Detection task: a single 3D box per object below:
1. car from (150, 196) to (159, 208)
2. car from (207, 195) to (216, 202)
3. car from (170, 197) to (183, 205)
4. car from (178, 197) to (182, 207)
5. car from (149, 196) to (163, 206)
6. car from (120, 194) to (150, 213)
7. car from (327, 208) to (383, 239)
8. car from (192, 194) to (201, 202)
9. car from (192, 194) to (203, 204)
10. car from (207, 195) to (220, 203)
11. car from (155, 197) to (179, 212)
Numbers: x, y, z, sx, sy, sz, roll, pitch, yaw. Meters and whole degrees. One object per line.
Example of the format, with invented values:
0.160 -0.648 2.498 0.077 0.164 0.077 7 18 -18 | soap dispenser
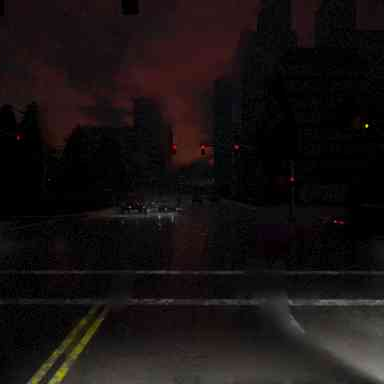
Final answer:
-6.295 1.490 46.945 2.128 1.511 4.902 0 0 1 | car
4.573 1.475 77.121 1.882 1.535 5.008 0 0 1 | car
-2.675 1.545 58.300 2.033 1.411 5.357 0 0 1 | car
-2.785 1.562 47.976 1.994 1.385 4.181 0 0 1 | car
-6.193 1.503 57.004 1.837 1.490 4.892 0 0 0 | car
-6.386 1.220 37.064 2.150 2.045 5.566 0 0 1 | car
9.730 1.547 16.777 5.357 1.411 2.033 0 0 0 | car
1.071 1.353 76.915 2.097 1.767 4.553 0 0 1 | car
1.052 1.561 63.593 1.994 1.385 4.181 0 0 1 | car
4.589 1.545 67.299 2.033 1.411 5.357 0 0 1 | car
-2.866 1.599 39.174 1.895 1.301 4.718 0 0 1 | car
